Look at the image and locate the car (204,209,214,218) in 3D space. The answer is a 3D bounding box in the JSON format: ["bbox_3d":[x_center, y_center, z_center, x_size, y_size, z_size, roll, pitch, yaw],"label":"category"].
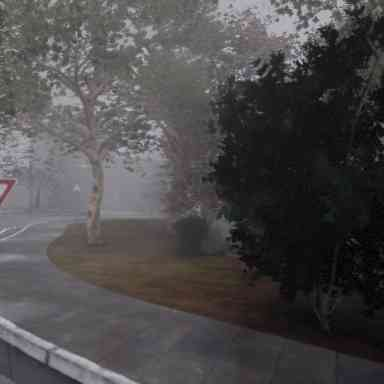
[{"bbox_3d":[3.895,2.383,42.299,5.566,2.045,2.150,6,-3,-35],"label":"car"}]
